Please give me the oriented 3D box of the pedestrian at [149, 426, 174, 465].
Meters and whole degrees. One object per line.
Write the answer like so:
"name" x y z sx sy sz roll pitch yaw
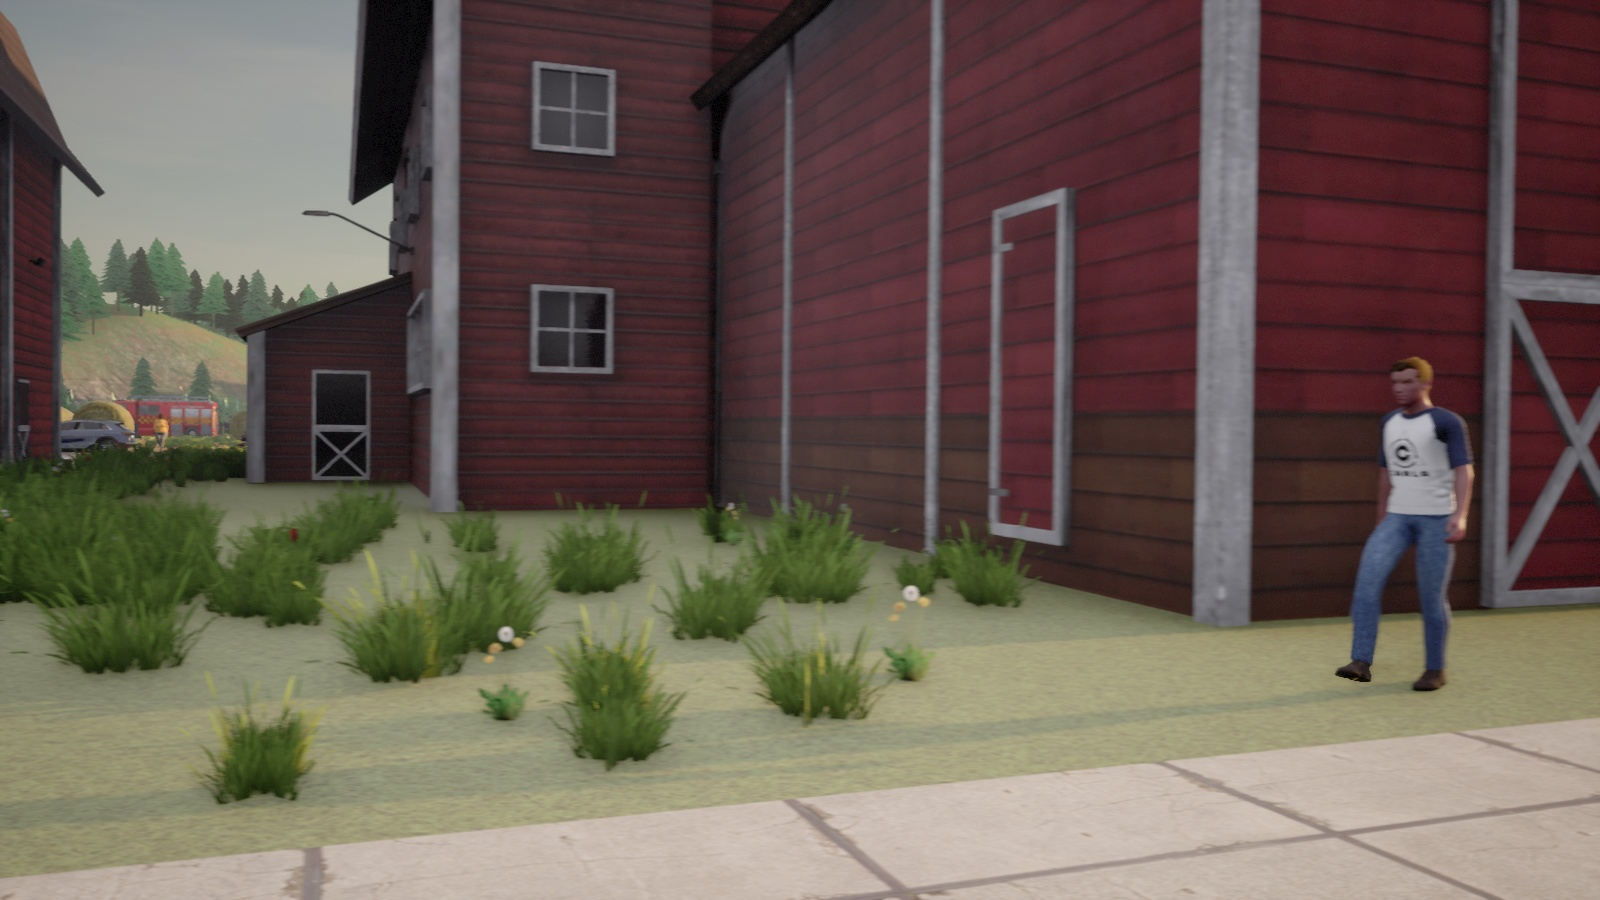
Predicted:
"pedestrian" -30.626 -0.216 60.248 0.874 1.855 0.900 -1 1 -16

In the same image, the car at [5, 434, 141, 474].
"car" -31.613 0.148 54.766 4.856 1.649 2.033 -1 1 -21

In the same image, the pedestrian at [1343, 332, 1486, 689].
"pedestrian" 3.318 0.303 6.776 0.706 1.836 0.354 -1 1 -31

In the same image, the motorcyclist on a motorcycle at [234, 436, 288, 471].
"motorcyclist on a motorcycle" -24.620 0.138 57.426 2.191 1.530 0.866 -1 1 -21
